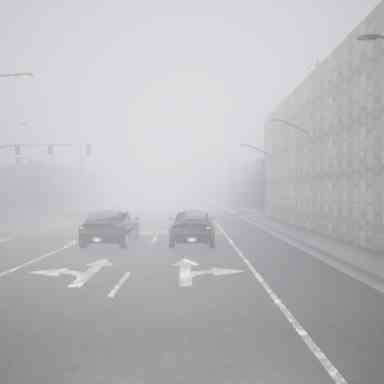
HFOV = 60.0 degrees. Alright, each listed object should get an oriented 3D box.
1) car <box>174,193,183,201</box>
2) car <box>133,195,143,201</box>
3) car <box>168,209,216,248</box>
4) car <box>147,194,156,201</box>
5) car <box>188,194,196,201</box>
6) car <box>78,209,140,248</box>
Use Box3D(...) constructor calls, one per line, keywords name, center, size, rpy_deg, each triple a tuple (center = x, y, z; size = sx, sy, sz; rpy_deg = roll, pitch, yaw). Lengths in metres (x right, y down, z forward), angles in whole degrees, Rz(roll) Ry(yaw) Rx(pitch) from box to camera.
Box3D(name="car", center=(-3.500, 1.208, 84.736), size=(2.150, 2.045, 5.566), rpy_deg=(0, 0, 0))
Box3D(name="car", center=(-14.000, 1.406, 86.151), size=(2.128, 1.511, 4.902), rpy_deg=(0, 0, 0))
Box3D(name="car", center=(0.000, 1.514, 14.650), size=(1.837, 1.490, 4.892), rpy_deg=(0, 0, 0))
Box3D(name="car", center=(-10.500, 1.348, 86.395), size=(2.097, 1.767, 4.553), rpy_deg=(0, 0, 0))
Box3D(name="car", center=(0.000, 1.334, 84.681), size=(2.097, 1.767, 4.553), rpy_deg=(0, 0, 0))
Box3D(name="car", center=(-3.500, 1.514, 14.650), size=(1.837, 1.490, 4.892), rpy_deg=(0, 0, 0))
